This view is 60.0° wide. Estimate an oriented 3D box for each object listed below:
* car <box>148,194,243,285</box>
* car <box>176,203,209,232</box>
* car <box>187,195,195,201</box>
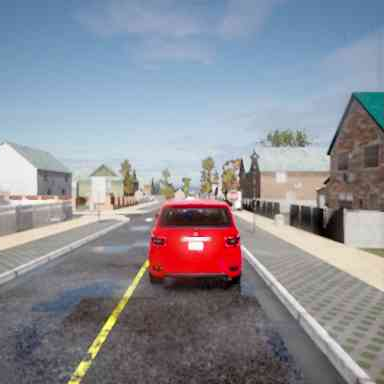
[{"bbox_3d":[0.071,1.198,9.548,2.150,2.045,5.566,0,0,0],"label":"car"},{"bbox_3d":[0.038,1.489,20.702,1.812,1.442,4.674,0,0,0],"label":"car"},{"bbox_3d":[-0.215,1.533,83.485,1.837,1.490,4.892,0,-1,0],"label":"car"}]
